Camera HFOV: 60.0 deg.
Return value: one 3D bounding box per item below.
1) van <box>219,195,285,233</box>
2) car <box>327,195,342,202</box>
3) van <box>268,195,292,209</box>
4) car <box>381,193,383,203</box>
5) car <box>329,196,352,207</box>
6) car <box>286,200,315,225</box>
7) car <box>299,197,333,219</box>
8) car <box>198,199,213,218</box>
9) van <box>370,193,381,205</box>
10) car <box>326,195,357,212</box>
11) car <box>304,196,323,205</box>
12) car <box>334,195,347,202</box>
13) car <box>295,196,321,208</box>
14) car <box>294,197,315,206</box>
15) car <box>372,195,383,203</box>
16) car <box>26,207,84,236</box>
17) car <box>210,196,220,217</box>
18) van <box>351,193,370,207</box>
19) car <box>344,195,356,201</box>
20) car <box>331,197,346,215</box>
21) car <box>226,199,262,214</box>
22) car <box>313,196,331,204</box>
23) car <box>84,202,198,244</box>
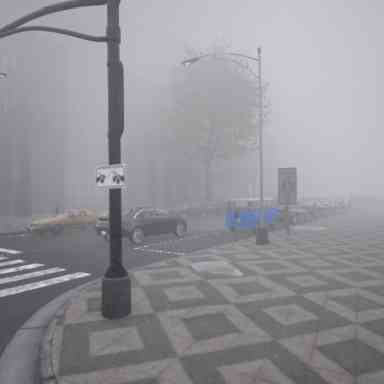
[{"bbox_3d":[3.416,1.212,18.370,1.690,1.788,3.998,-1,0,36],"label":"van"},{"bbox_3d":[30.029,1.432,69.900,2.008,1.369,4.403,-1,-1,36],"label":"car"},{"bbox_3d":[11.892,1.292,44.723,1.690,1.788,3.998,-1,0,36],"label":"van"},{"bbox_3d":[31.990,1.274,58.039,1.752,1.417,4.829,-1,-1,36],"label":"car"},{"bbox_3d":[21.839,1.376,48.674,2.033,1.411,5.357,-1,-1,36],"label":"car"},{"bbox_3d":[6.582,1.422,22.760,1.947,1.339,4.313,-1,0,36],"label":"car"},{"bbox_3d":[9.745,1.385,27.153,1.887,1.381,4.507,-1,0,36],"label":"car"},{"bbox_3d":[-0.469,1.552,27.555,1.887,1.381,4.507,-1,0,36],"label":"car"},{"bbox_3d":[28.725,1.102,53.510,1.690,1.788,3.998,-1,-1,36],"label":"van"},{"bbox_3d":[16.073,1.363,35.938,2.008,1.369,4.403,-1,0,36],"label":"car"},{"bbox_3d":[21.069,1.440,57.459,1.752,1.417,4.829,-1,-1,36],"label":"car"},{"bbox_3d":[33.211,1.415,74.317,1.887,1.381,4.507,-1,-1,36],"label":"car"},{"bbox_3d":[15.996,1.386,45.695,2.128,1.511,4.902,-1,-1,36],"label":"car"},{"bbox_3d":[18.077,1.492,53.305,1.947,1.339,4.313,-1,0,36],"label":"car"},{"bbox_3d":[35.055,1.304,62.293,1.947,1.339,4.313,-1,-1,36],"label":"car"},{"bbox_3d":[-6.757,1.564,18.836,1.752,1.417,4.829,-1,0,36],"label":"car"},{"bbox_3d":[2.619,1.307,31.848,2.192,1.841,5.009,-1,0,36],"label":"car"},{"bbox_3d":[22.397,1.127,44.725,1.690,1.788,3.998,-1,0,36],"label":"van"},{"bbox_3d":[39.575,1.401,83.153,2.008,1.369,4.403,-1,-1,36],"label":"car"},{"bbox_3d":[12.910,1.408,31.546,1.802,1.307,4.206,-1,0,36],"label":"car"},{"bbox_3d":[5.713,1.529,36.139,2.008,1.369,4.403,-1,0,36],"label":"car"},{"bbox_3d":[24.259,1.453,61.889,2.008,1.369,4.403,-1,-1,36],"label":"car"},{"bbox_3d":[-2.142,1.429,15.379,2.128,1.511,4.902,-1,-1,36],"label":"car"}]
